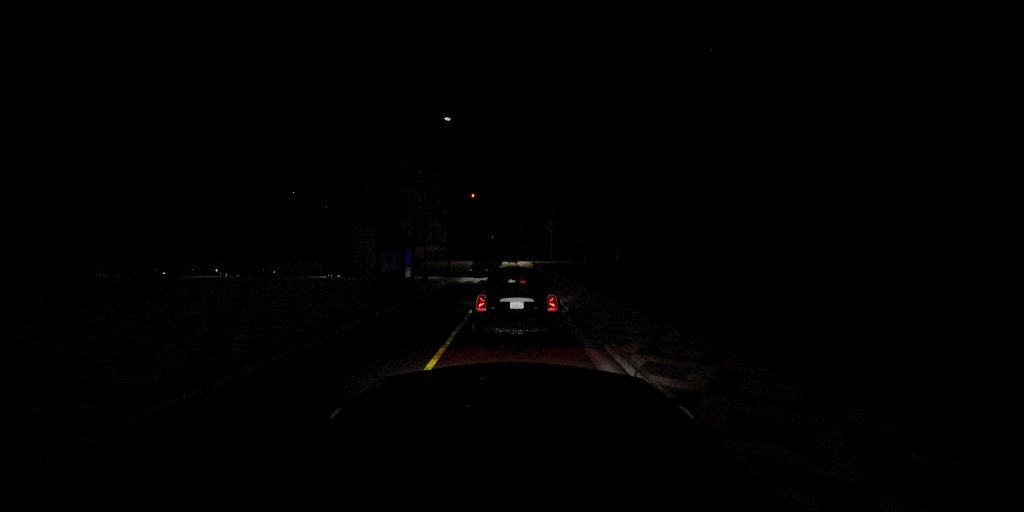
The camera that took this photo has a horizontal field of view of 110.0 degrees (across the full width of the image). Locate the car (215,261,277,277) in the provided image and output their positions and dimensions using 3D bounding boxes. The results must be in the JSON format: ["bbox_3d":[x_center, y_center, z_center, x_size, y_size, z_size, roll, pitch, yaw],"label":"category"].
[{"bbox_3d":[-23.825,1.166,32.278,4.902,1.511,2.128,0,1,2],"label":"car"}]

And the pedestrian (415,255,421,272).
[{"bbox_3d":[-9.980,0.800,38.122,0.375,1.860,0.375,0,0,2],"label":"pedestrian"}]

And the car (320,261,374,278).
[{"bbox_3d":[-14.453,1.192,32.014,4.902,1.511,2.128,0,1,2],"label":"car"}]

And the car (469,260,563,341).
[{"bbox_3d":[0.114,1.099,9.972,2.097,1.767,4.553,0,0,0],"label":"car"}]

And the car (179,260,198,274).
[{"bbox_3d":[-34.236,1.110,35.772,4.902,1.511,2.128,0,1,2],"label":"car"}]

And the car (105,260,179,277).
[{"bbox_3d":[-33.723,1.248,32.563,4.718,1.301,1.895,0,0,2],"label":"car"}]
